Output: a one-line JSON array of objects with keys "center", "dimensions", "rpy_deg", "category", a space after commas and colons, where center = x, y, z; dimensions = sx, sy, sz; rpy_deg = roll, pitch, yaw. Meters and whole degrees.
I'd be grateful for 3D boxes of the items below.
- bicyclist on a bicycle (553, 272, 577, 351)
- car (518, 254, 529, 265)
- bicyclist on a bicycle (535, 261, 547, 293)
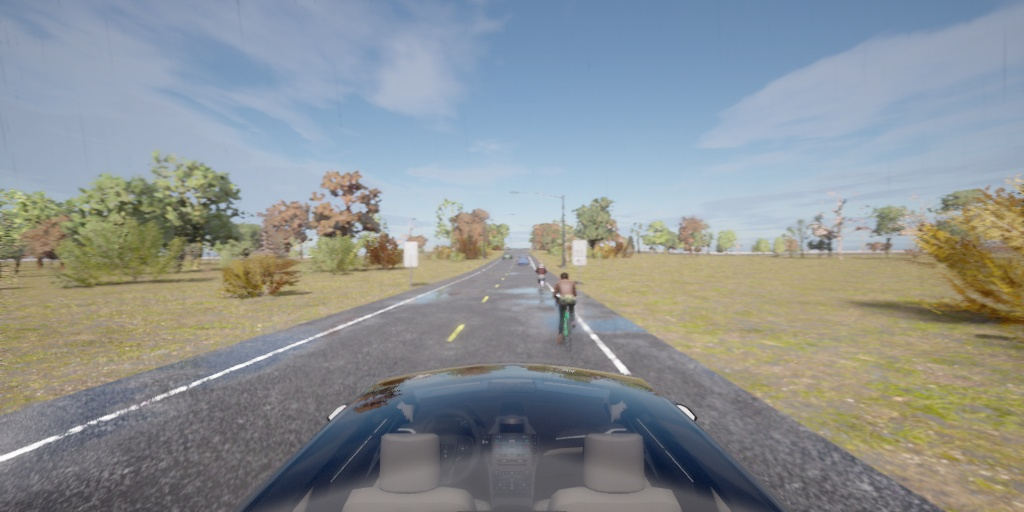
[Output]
[{"center": [1.198, 1.194, 8.005], "dimensions": [0.582, 1.620, 1.656], "rpy_deg": [-1, 0, 2], "category": "bicyclist on a bicycle"}, {"center": [1.961, 0.827, 61.371], "dimensions": [2.033, 1.411, 5.357], "rpy_deg": [-1, 2, 2], "category": "car"}, {"center": [1.522, 1.114, 18.616], "dimensions": [0.659, 1.776, 1.843], "rpy_deg": [-1, 0, 2], "category": "bicyclist on a bicycle"}]
